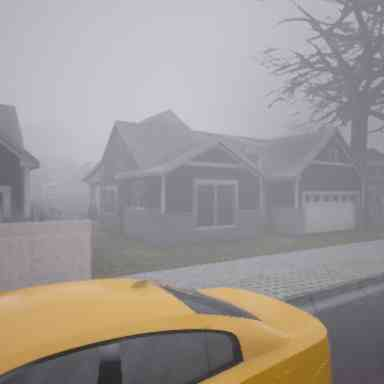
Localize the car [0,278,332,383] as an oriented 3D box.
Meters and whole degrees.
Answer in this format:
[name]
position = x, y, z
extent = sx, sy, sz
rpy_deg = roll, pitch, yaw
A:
[car]
position = -1.102, 1.479, 2.241
extent = 5.008, 1.535, 1.882
rpy_deg = 1, 0, -35
